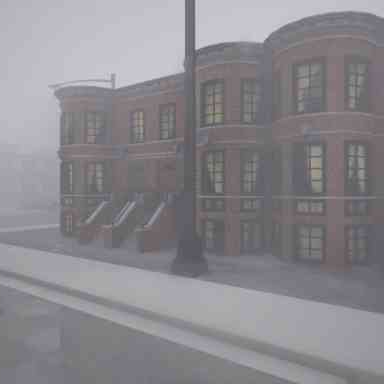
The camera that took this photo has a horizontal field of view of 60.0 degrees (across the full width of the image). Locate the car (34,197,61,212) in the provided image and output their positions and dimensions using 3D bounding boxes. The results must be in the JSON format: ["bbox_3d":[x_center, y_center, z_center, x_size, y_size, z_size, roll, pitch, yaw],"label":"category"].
[{"bbox_3d":[-15.625,1.353,39.276,2.097,1.767,4.553,0,0,36],"label":"car"}]

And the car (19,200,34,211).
[{"bbox_3d":[-18.653,1.490,41.054,2.128,1.511,4.902,0,0,36],"label":"car"}]
